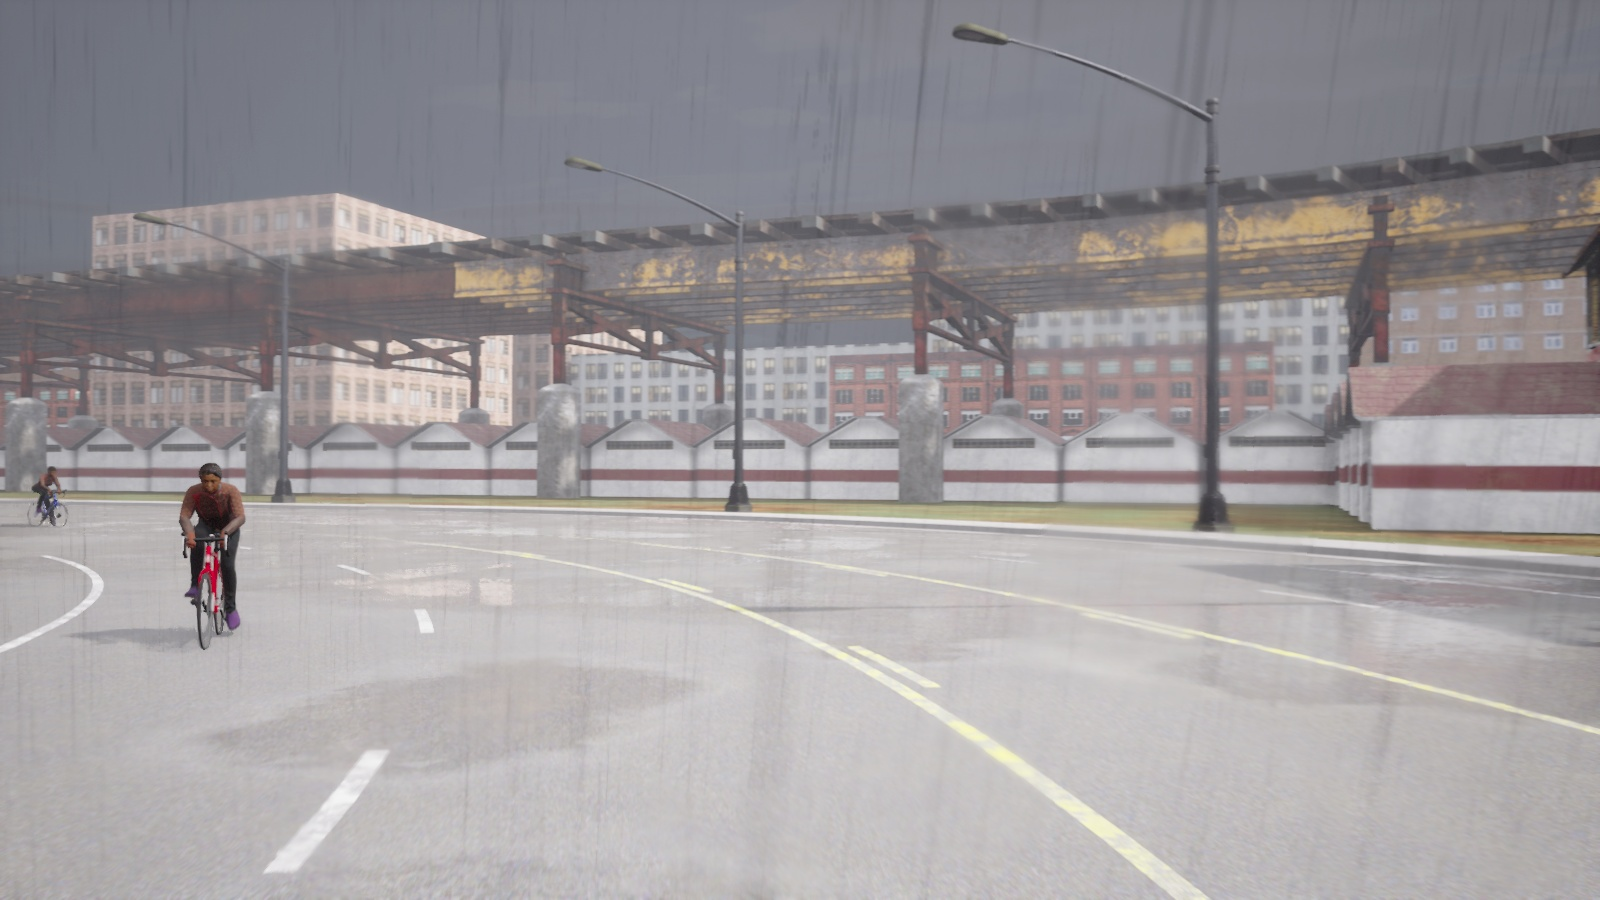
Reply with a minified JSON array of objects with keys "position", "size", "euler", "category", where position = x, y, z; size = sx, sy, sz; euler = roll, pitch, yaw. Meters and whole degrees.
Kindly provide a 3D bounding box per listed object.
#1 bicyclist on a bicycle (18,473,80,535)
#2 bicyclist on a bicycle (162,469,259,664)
[{"position":[-20.021,1.430,33.479],"size":[1.656,1.620,0.582],"euler":[0,-1,25],"category":"bicyclist on a bicycle"},{"position":[-5.303,0.985,11.365],"size":[0.582,1.620,1.656],"euler":[0,-1,-18],"category":"bicyclist on a bicycle"}]
